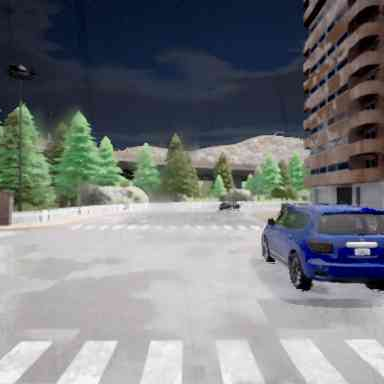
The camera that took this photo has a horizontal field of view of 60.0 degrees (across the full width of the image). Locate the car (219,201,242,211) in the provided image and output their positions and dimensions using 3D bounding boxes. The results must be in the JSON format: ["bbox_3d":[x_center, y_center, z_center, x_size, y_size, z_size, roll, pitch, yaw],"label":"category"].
[{"bbox_3d":[6.102,2.166,52.150,1.837,1.490,4.892,-2,-1,36],"label":"car"}]

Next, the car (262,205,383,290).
[{"bbox_3d":[3.591,1.388,9.698,2.150,2.045,5.566,0,-1,0],"label":"car"}]
